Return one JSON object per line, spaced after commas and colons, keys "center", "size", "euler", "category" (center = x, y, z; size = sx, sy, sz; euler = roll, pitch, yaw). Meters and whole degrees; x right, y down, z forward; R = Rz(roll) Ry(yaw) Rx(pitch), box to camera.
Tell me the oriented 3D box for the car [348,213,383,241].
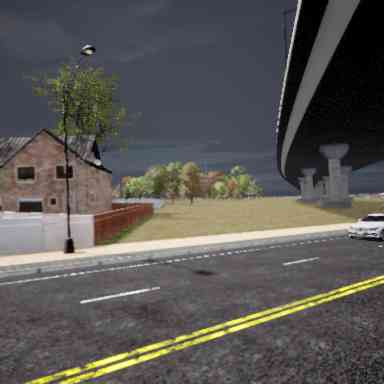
{"center": [11.274, 2.034, 19.975], "size": [4.674, 1.442, 1.812], "euler": [1, -2, -36], "category": "car"}
